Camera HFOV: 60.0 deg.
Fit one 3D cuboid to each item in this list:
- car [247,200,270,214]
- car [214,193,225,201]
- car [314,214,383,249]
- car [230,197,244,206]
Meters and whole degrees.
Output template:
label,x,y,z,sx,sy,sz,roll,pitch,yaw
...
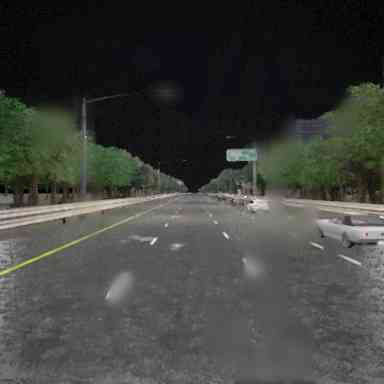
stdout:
label,x,y,z,sx,sy,sz,roll,pitch,yaw
car,7.055,1.536,35.442,1.812,1.442,4.674,0,0,0
car,7.319,1.460,83.393,1.837,1.490,4.892,0,0,0
car,7.006,1.604,14.523,1.895,1.301,4.718,0,0,0
car,7.136,1.484,53.263,2.128,1.511,4.902,0,0,0
